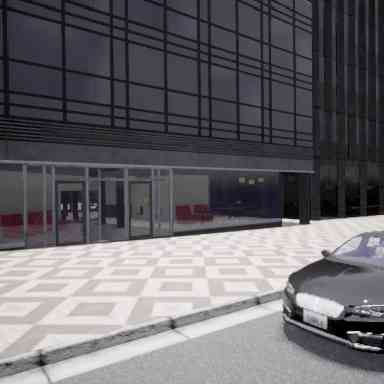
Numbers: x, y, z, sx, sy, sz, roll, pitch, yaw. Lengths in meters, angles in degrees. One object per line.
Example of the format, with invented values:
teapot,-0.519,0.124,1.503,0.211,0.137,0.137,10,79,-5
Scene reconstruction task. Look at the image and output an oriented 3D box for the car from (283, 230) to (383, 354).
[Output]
car,3.691,1.494,6.019,4.902,1.511,2.128,0,0,-36
